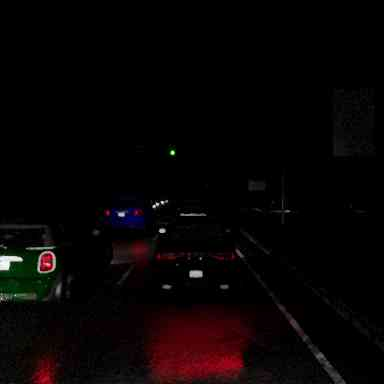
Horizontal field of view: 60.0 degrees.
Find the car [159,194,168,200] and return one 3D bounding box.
[{"bbox_3d":[-7.196,1.314,84.670,1.882,1.535,5.008,0,0,0],"label":"car"}]

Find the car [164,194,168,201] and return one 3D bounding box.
[{"bbox_3d":[-7.172,1.350,74.645,1.882,1.535,5.008,0,0,0],"label":"car"}]

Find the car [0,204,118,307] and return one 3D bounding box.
[{"bbox_3d":[-3.419,1.337,8.083,2.097,1.767,4.553,0,0,0],"label":"car"}]

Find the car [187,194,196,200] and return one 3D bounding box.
[{"bbox_3d":[-0.197,1.203,85.249,2.097,1.767,4.553,0,0,0],"label":"car"}]

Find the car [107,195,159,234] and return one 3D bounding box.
[{"bbox_3d":[-3.450,1.192,19.054,2.150,2.045,5.566,0,1,1],"label":"car"}]

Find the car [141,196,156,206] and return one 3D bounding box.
[{"bbox_3d":[-7.213,1.410,55.056,1.837,1.490,4.892,0,0,0],"label":"car"}]

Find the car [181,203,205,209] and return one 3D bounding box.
[{"bbox_3d":[0.052,1.457,20.602,2.128,1.511,4.902,0,0,0],"label":"car"}]

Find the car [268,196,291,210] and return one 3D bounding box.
[{"bbox_3d":[11.851,1.282,41.297,4.553,1.767,2.097,0,0,3],"label":"car"}]

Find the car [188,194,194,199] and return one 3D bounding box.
[{"bbox_3d":[-0.220,1.244,95.315,1.812,1.442,4.674,0,0,0],"label":"car"}]

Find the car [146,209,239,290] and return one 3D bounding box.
[{"bbox_3d":[0.079,1.462,9.046,1.882,1.535,5.008,0,0,0],"label":"car"}]

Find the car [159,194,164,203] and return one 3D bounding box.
[{"bbox_3d":[-7.181,1.436,64.837,2.033,1.411,5.357,0,0,0],"label":"car"}]

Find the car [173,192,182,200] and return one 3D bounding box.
[{"bbox_3d":[-3.696,1.073,84.918,2.150,2.045,5.566,0,0,0],"label":"car"}]

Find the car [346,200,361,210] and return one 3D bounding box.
[{"bbox_3d":[20.433,1.494,40.836,4.181,1.385,1.994,0,0,3],"label":"car"}]

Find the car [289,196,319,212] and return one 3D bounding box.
[{"bbox_3d":[13.620,1.500,37.695,4.181,1.385,1.994,0,0,3],"label":"car"}]
